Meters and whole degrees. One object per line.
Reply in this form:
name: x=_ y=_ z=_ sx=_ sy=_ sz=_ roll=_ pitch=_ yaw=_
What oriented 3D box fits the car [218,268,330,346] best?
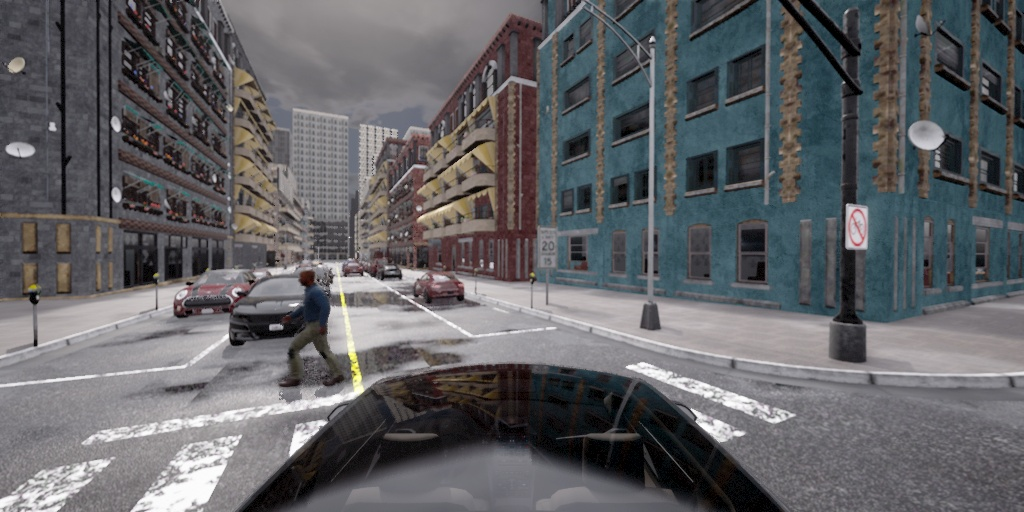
car: x=-6.154 y=1.252 z=9.870 sx=1.882 sy=1.535 sz=5.008 roll=0 pitch=0 yaw=-27

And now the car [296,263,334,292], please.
car: x=-10.526 y=1.304 z=18.762 sx=1.837 sy=1.490 sz=4.892 roll=0 pitch=0 yaw=-26

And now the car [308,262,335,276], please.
car: x=-14.916 y=1.387 z=27.686 sx=1.994 sy=1.385 sz=4.181 roll=0 pitch=0 yaw=-27

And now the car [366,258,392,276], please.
car: x=-13.242 y=1.157 z=36.532 sx=2.192 sy=1.841 sz=5.009 roll=0 pitch=0 yaw=-26

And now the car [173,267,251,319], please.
car: x=-10.500 y=1.225 z=13.118 sx=1.967 sy=1.591 sz=4.097 roll=0 pitch=0 yaw=-26

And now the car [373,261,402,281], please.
car: x=-10.792 y=1.394 z=31.553 sx=1.948 sy=1.339 sz=4.313 roll=0 pitch=0 yaw=-26

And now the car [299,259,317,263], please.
car: x=-27.656 y=1.319 z=47.967 sx=1.967 sy=1.591 sz=4.097 roll=0 pitch=0 yaw=-26

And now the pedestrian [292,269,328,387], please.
pedestrian: x=-3.012 y=1.055 z=5.360 sx=0.375 sy=1.860 sz=0.375 roll=-1 pitch=1 yaw=-26

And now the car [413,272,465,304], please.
car: x=-3.435 y=1.370 z=16.620 sx=1.802 sy=1.307 sz=4.207 roll=0 pitch=0 yaw=-26

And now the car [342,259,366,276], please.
car: x=-17.217 y=1.376 z=38.931 sx=1.812 sy=1.442 sz=4.674 roll=0 pitch=0 yaw=-26
